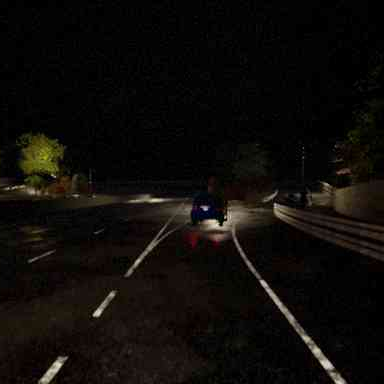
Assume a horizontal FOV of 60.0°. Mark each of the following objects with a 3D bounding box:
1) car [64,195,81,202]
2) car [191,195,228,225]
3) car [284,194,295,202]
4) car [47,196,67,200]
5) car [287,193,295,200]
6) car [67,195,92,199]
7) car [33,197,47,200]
[{"bbox_3d":[-27.954,1.533,78.190,2.033,1.411,5.357,0,0,0],"label":"car"},{"bbox_3d":[1.350,1.227,24.017,2.150,2.045,5.566,0,-1,10],"label":"car"},{"bbox_3d":[22.884,1.788,78.880,1.837,1.490,4.892,0,3,21],"label":"car"},{"bbox_3d":[-24.469,1.493,62.154,2.128,1.511,4.902,0,0,0],"label":"car"},{"bbox_3d":[26.372,1.186,88.321,1.837,1.490,4.892,0,4,19],"label":"car"},{"bbox_3d":[-20.966,1.528,62.209,2.033,1.411,5.357,0,0,0],"label":"car"},{"bbox_3d":[-27.964,1.580,61.951,1.895,1.301,4.718,0,0,0],"label":"car"}]
